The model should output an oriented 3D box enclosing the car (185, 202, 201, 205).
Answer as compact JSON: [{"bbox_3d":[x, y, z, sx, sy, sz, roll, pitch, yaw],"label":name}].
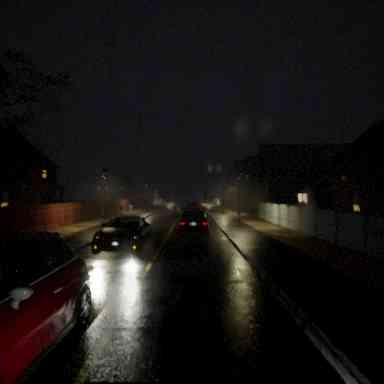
[{"bbox_3d":[0.137,1.914,40.509,1.882,1.535,5.008,0,-1,0],"label":"car"}]

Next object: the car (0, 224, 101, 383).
[{"bbox_3d":[-2.835,1.397,4.049,2.097,1.767,4.553,0,-1,0],"label":"car"}]

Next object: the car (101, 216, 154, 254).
[{"bbox_3d":[-2.797,1.716,14.103,1.994,1.385,4.181,0,-1,0],"label":"car"}]

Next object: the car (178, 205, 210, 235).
[{"bbox_3d":[0.103,1.766,20.172,2.033,1.411,5.357,0,-1,0],"label":"car"}]
